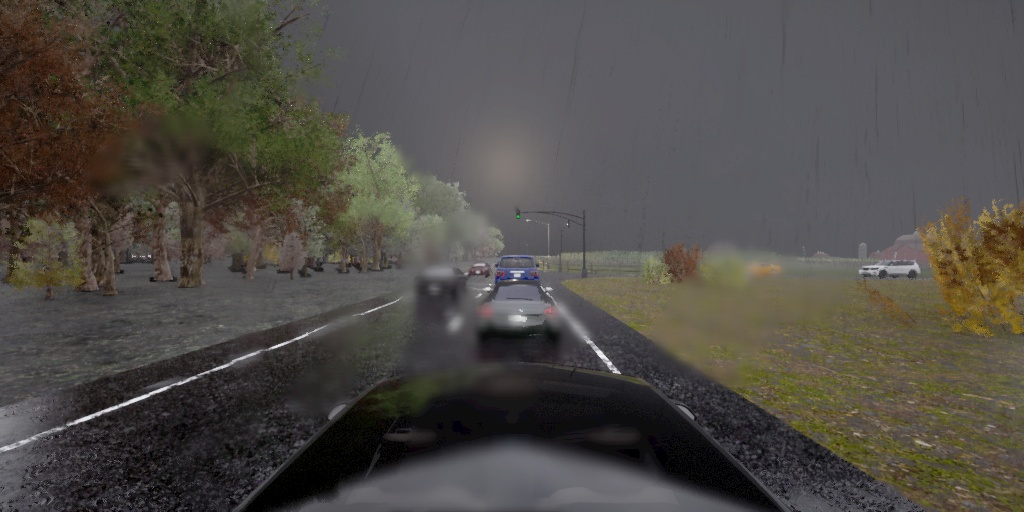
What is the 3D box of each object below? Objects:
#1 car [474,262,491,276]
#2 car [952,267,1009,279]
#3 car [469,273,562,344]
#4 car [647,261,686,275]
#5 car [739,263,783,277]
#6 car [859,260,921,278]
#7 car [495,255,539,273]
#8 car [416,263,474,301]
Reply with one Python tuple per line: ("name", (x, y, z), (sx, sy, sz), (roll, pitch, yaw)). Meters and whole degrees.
("car", (-3.074, 1.283, 34.892), (1.812, 1.442, 4.674), (0, 0, 0))
("car", (49.460, 1.848, 37.921), (4.181, 1.385, 1.994), (1, -1, 2))
("car", (0.173, 1.316, 9.637), (1.994, 1.385, 4.181), (0, 0, 1))
("car", (18.049, 1.354, 42.046), (4.553, 1.767, 2.097), (1, -1, 2))
("car", (28.685, 1.595, 41.847), (5.008, 1.535, 1.882), (1, -1, 1))
("car", (43.786, 1.500, 41.616), (5.566, 2.045, 2.150), (0, -1, 1))
("car", (0.272, 0.976, 19.044), (2.150, 2.045, 5.566), (0, 0, 1))
("car", (-3.245, 1.232, 17.556), (1.882, 1.535, 5.008), (0, 0, 0))
